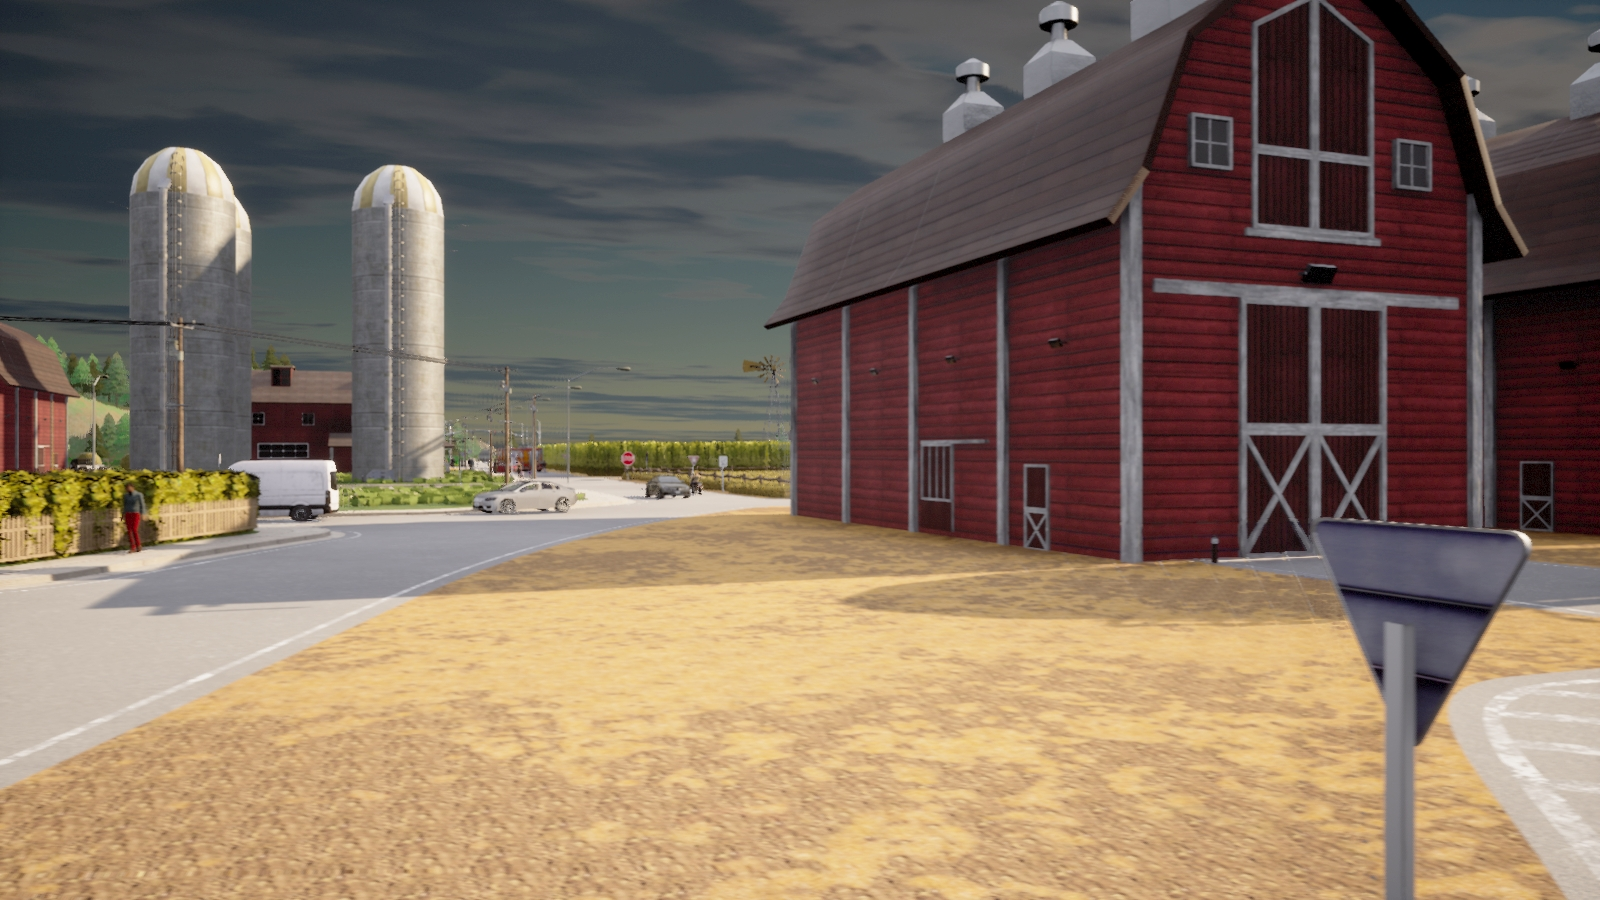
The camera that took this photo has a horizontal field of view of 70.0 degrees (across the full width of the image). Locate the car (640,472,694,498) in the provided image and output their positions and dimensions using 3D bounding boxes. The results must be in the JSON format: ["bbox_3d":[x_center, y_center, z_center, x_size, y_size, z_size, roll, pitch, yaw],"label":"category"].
[{"bbox_3d":[-8.219,2.132,70.388,2.002,1.442,4.674,0,0,-24],"label":"car"}]

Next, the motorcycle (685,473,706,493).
[{"bbox_3d":[-7.016,2.209,76.749,0.764,1.307,2.356,0,0,-21],"label":"motorcycle"}]

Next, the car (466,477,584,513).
[{"bbox_3d":[-12.582,2.023,52.475,4.902,1.511,2.128,0,0,-44],"label":"car"}]

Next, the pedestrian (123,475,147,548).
[{"bbox_3d":[-17.086,1.581,29.354,0.375,1.860,0.375,0,0,4],"label":"pedestrian"}]

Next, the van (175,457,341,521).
[{"bbox_3d":[-22.419,1.578,47.487,5.915,2.561,1.988,0,0,-13],"label":"van"}]
